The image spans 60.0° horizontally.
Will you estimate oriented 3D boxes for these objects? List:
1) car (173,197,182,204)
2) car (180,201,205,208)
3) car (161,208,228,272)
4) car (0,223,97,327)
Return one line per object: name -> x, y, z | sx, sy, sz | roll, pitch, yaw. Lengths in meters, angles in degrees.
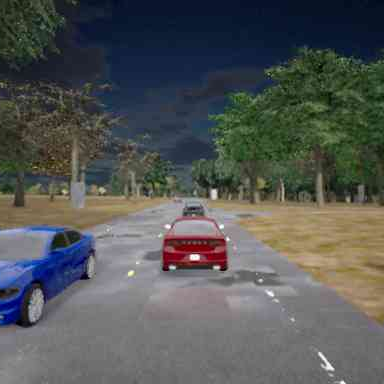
car -> -3.359, 1.912, 77.381 | 1.882, 1.535, 5.008 | 0, 0, 0
car -> 0.142, 1.678, 30.167 | 1.837, 1.490, 4.892 | 0, 0, 0
car -> 0.089, 1.541, 11.096 | 1.882, 1.535, 5.008 | 0, 0, 0
car -> -3.582, 1.519, 7.303 | 1.882, 1.535, 5.008 | 0, -1, 0
